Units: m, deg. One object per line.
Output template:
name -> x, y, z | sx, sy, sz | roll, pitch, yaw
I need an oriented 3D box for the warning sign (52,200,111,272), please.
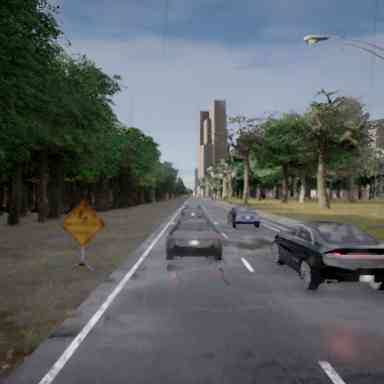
warning sign -> -3.044, 1.172, 9.284 | 1.300, 1.860, 1.060 | 0, 0, 0

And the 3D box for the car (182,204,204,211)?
car -> 0.091, 1.737, 28.369 | 1.994, 1.385, 4.181 | 0, 0, 0

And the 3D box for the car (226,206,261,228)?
car -> 3.560, 1.691, 23.631 | 2.033, 1.411, 5.357 | 0, 0, 1

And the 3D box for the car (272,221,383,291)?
car -> 3.555, 1.548, 9.138 | 2.128, 1.511, 4.902 | 0, 0, 1

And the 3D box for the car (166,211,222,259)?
car -> 0.081, 1.643, 12.904 | 1.994, 1.385, 4.181 | 0, 0, 0
